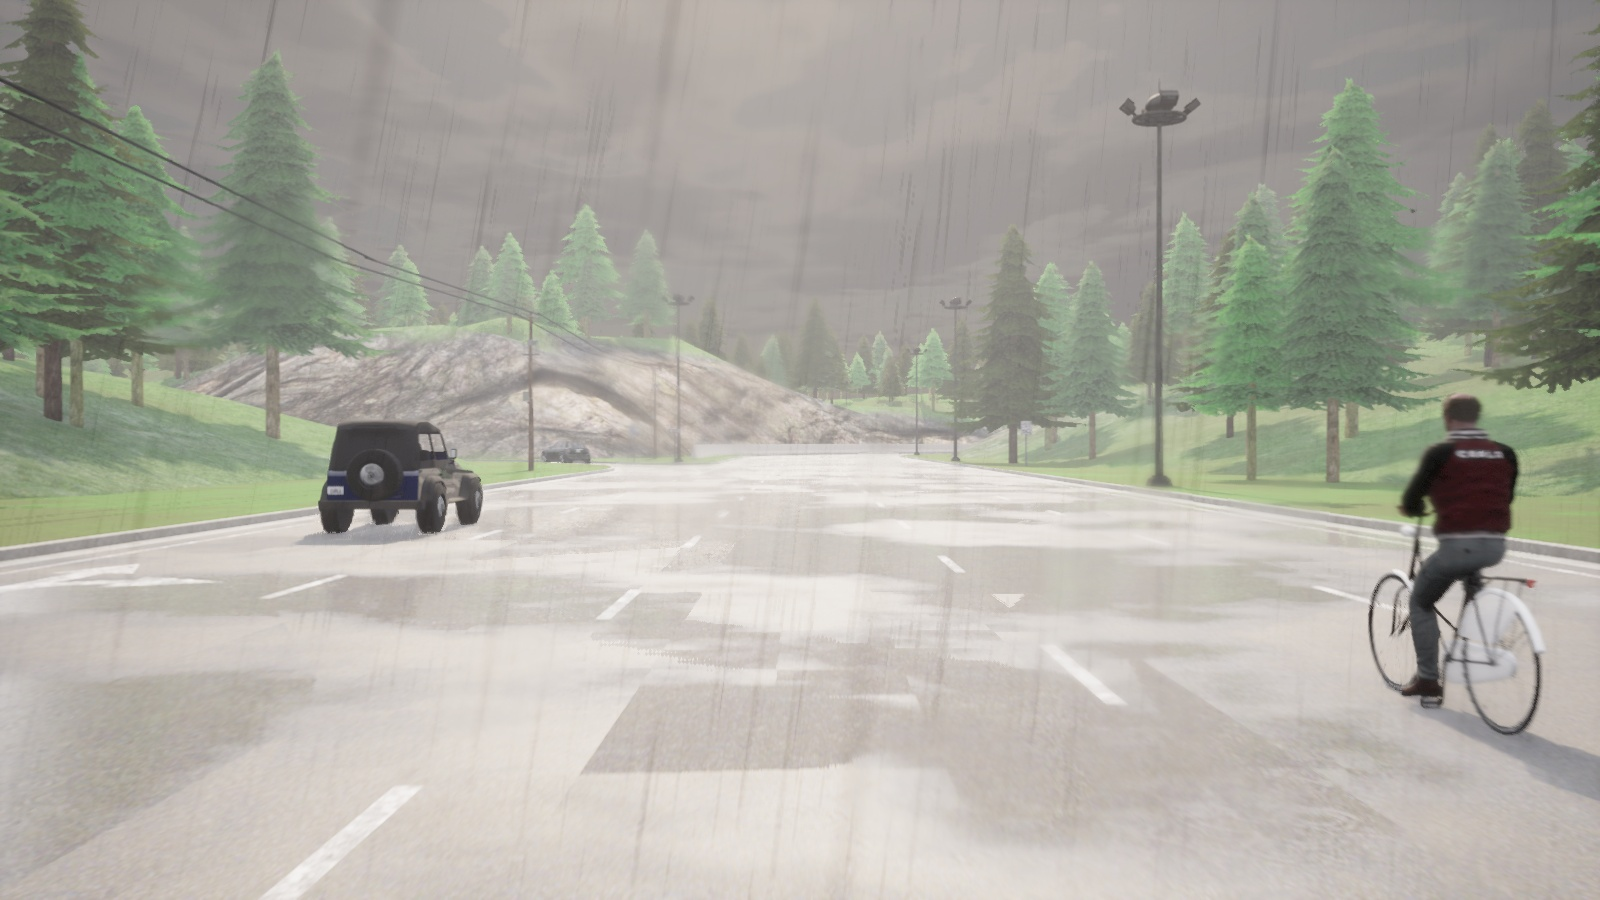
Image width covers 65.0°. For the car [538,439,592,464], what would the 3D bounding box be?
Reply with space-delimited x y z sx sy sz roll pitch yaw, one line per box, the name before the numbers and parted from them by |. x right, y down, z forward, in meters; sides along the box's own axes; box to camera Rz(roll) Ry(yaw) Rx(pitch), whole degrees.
car | -16.913 0.083 90.252 2.097 1.767 4.553 0 0 -35

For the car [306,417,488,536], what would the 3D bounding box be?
car | -6.861 0.414 21.830 1.905 1.878 3.866 0 0 0

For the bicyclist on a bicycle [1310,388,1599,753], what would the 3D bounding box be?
bicyclist on a bicycle | 3.556 0.580 7.025 0.659 1.776 1.843 0 1 0
